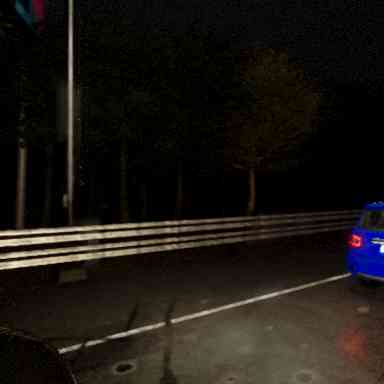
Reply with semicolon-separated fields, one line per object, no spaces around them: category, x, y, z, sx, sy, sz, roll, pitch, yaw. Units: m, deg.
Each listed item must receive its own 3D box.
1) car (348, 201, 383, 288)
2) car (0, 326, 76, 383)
car;6.046;1.228;8.060;5.566;2.045;2.150;0;0;-35
car;-3.069;1.489;1.556;4.902;1.511;2.128;0;0;-36
